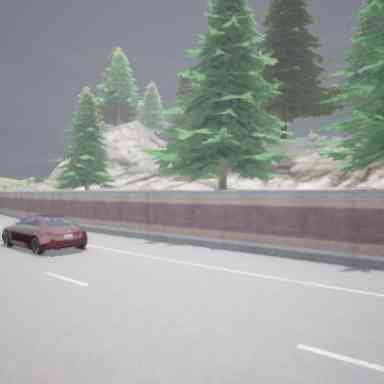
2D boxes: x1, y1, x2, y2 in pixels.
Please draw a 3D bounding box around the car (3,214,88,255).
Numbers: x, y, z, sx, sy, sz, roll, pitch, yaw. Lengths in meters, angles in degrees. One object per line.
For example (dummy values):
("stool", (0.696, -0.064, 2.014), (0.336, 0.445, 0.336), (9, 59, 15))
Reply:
("car", (-6.068, 1.596, 13.610), (4.181, 1.385, 1.994), (0, 0, 41))
